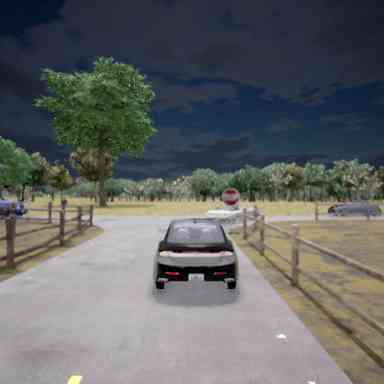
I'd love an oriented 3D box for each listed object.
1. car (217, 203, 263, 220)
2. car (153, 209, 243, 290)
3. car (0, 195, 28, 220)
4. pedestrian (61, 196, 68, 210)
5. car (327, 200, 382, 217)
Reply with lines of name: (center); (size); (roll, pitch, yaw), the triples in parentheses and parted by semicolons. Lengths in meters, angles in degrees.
car: (3.151, 1.455, 23.529); (1.895, 1.301, 4.718); (-1, 1, 40)
car: (0.081, 1.448, 8.927); (2.128, 1.511, 4.902); (0, 0, 0)
car: (-15.725, 1.103, 25.627); (5.566, 2.045, 2.150); (0, -1, 1)
pedestrian: (-12.188, 1.267, 31.629); (0.375, 1.860, 0.375); (0, -1, 0)
car: (13.930, 1.416, 28.609); (4.181, 1.385, 1.994); (0, -1, 1)
